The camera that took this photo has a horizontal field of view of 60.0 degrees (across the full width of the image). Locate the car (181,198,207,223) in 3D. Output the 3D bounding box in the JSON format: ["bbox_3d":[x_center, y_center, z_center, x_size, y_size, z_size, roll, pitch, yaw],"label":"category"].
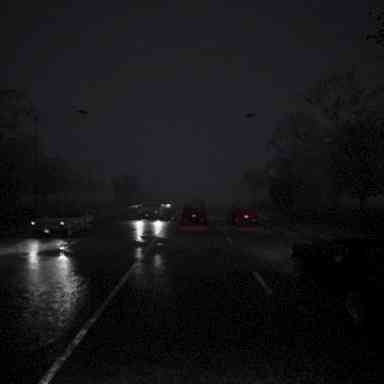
[{"bbox_3d":[0.150,1.491,25.473,1.882,1.535,5.008,0,0,1],"label":"car"}]

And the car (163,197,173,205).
[{"bbox_3d":[-4.711,1.591,60.840,1.994,1.385,4.181,0,0,8],"label":"car"}]

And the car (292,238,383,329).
[{"bbox_3d":[3.600,1.604,6.878,1.895,1.301,4.718,0,0,0],"label":"car"}]

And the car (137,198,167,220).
[{"bbox_3d":[-3.495,1.540,28.456,1.812,1.442,4.674,0,0,1],"label":"car"}]

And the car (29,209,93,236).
[{"bbox_3d":[-7.086,1.611,18.455,1.895,1.301,4.718,0,0,0],"label":"car"}]

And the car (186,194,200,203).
[{"bbox_3d":[0.326,1.390,69.291,2.097,1.767,4.553,0,0,12],"label":"car"}]

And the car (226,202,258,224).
[{"bbox_3d":[3.644,1.490,24.779,1.882,1.535,5.008,0,0,0],"label":"car"}]

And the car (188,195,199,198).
[{"bbox_3d":[0.709,1.514,42.931,2.128,1.511,4.902,0,0,3],"label":"car"}]
